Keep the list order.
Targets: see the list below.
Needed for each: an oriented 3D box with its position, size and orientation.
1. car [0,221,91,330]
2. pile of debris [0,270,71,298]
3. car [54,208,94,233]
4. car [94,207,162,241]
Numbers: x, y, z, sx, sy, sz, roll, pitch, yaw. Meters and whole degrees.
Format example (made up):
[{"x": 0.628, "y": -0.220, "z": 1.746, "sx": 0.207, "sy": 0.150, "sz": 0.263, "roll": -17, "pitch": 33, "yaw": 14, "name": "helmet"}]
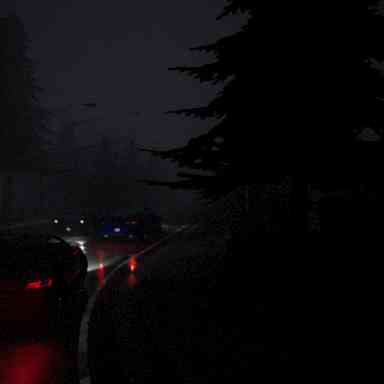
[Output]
[{"x": -3.470, "y": 1.567, "z": 6.968, "sx": 1.994, "sy": 1.385, "sz": 4.181, "roll": 0, "pitch": 0, "yaw": -11, "name": "car"}, {"x": -3.956, "y": 2.184, "z": 8.018, "sx": 1.500, "sy": 0.140, "sz": 1.860, "roll": 0, "pitch": 0, "yaw": -4, "name": "pile of debris"}, {"x": -6.127, "y": 1.622, "z": 19.522, "sx": 1.895, "sy": 1.301, "sz": 4.718, "roll": 0, "pitch": 0, "yaw": 9, "name": "car"}, {"x": -2.879, "y": 1.493, "z": 16.857, "sx": 1.882, "sy": 1.535, "sz": 5.008, "roll": 0, "pitch": 0, "yaw": 8, "name": "car"}]
